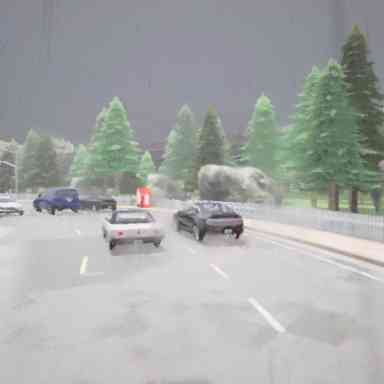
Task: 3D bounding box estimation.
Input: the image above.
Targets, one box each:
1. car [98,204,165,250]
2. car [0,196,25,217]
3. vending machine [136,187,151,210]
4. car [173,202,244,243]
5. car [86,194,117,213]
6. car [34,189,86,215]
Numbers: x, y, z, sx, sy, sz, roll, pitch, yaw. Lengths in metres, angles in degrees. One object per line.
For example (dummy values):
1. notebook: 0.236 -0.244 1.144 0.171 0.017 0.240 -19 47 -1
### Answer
1. car: -2.530 1.356 13.298 1.895 1.301 4.718 -1 1 -19
2. car: -14.525 1.083 25.749 1.812 1.442 4.674 -1 1 -45
3. vending machine: -4.559 0.616 31.410 1.100 2.100 0.880 -1 1 -41
4. car: 0.554 1.210 14.709 2.128 1.511 4.902 0 1 -19
5. car: -8.479 0.970 29.677 1.837 1.490 4.892 0 1 -41
6. car: -11.301 0.731 27.748 2.150 2.045 5.566 -1 1 -42
